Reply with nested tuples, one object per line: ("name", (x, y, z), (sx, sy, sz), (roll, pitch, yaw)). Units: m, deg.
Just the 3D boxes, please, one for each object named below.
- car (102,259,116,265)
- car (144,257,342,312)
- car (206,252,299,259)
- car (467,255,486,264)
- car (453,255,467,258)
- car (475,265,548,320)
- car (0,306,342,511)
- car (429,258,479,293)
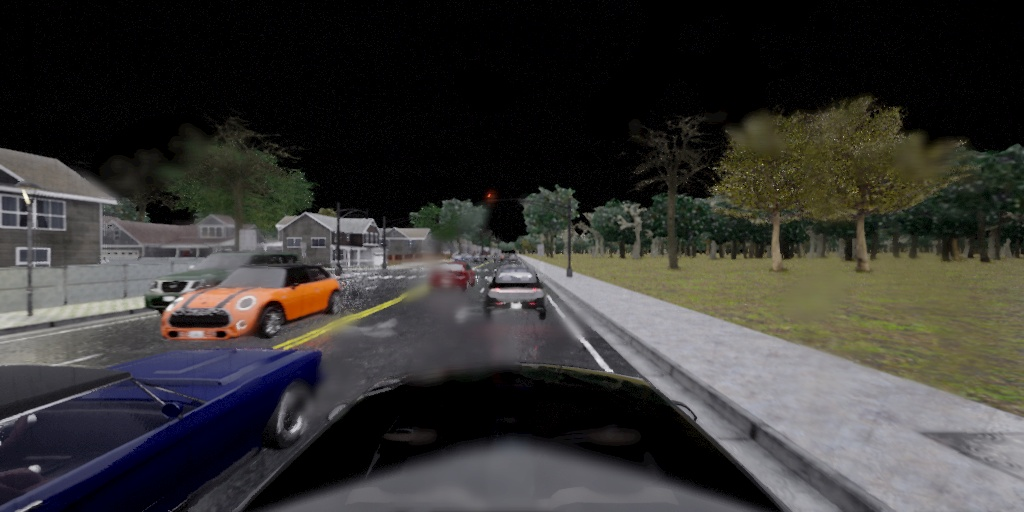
("car", (-37.975, 1.016, 33.741), (4.674, 1.442, 1.812), (0, 1, 0))
("car", (-6.568, 1.022, 9.721), (2.097, 1.767, 4.553), (0, 1, 0))
("car", (-9.803, 0.862, 13.060), (2.150, 2.045, 5.566), (0, 0, 0))
("car", (-6.324, 0.688, 64.415), (1.994, 1.385, 4.181), (0, 1, 1))
("car", (-9.572, 0.649, 64.436), (1.812, 1.442, 4.674), (0, 1, 1))
("car", (0.129, 1.141, 12.201), (2.128, 1.511, 4.902), (0, 1, 0))
("car", (-3.149, 1.345, 2.193), (1.895, 1.301, 4.718), (0, 1, 0))
("car", (-3.094, 1.057, 19.391), (1.882, 1.535, 5.008), (0, 1, 0))
